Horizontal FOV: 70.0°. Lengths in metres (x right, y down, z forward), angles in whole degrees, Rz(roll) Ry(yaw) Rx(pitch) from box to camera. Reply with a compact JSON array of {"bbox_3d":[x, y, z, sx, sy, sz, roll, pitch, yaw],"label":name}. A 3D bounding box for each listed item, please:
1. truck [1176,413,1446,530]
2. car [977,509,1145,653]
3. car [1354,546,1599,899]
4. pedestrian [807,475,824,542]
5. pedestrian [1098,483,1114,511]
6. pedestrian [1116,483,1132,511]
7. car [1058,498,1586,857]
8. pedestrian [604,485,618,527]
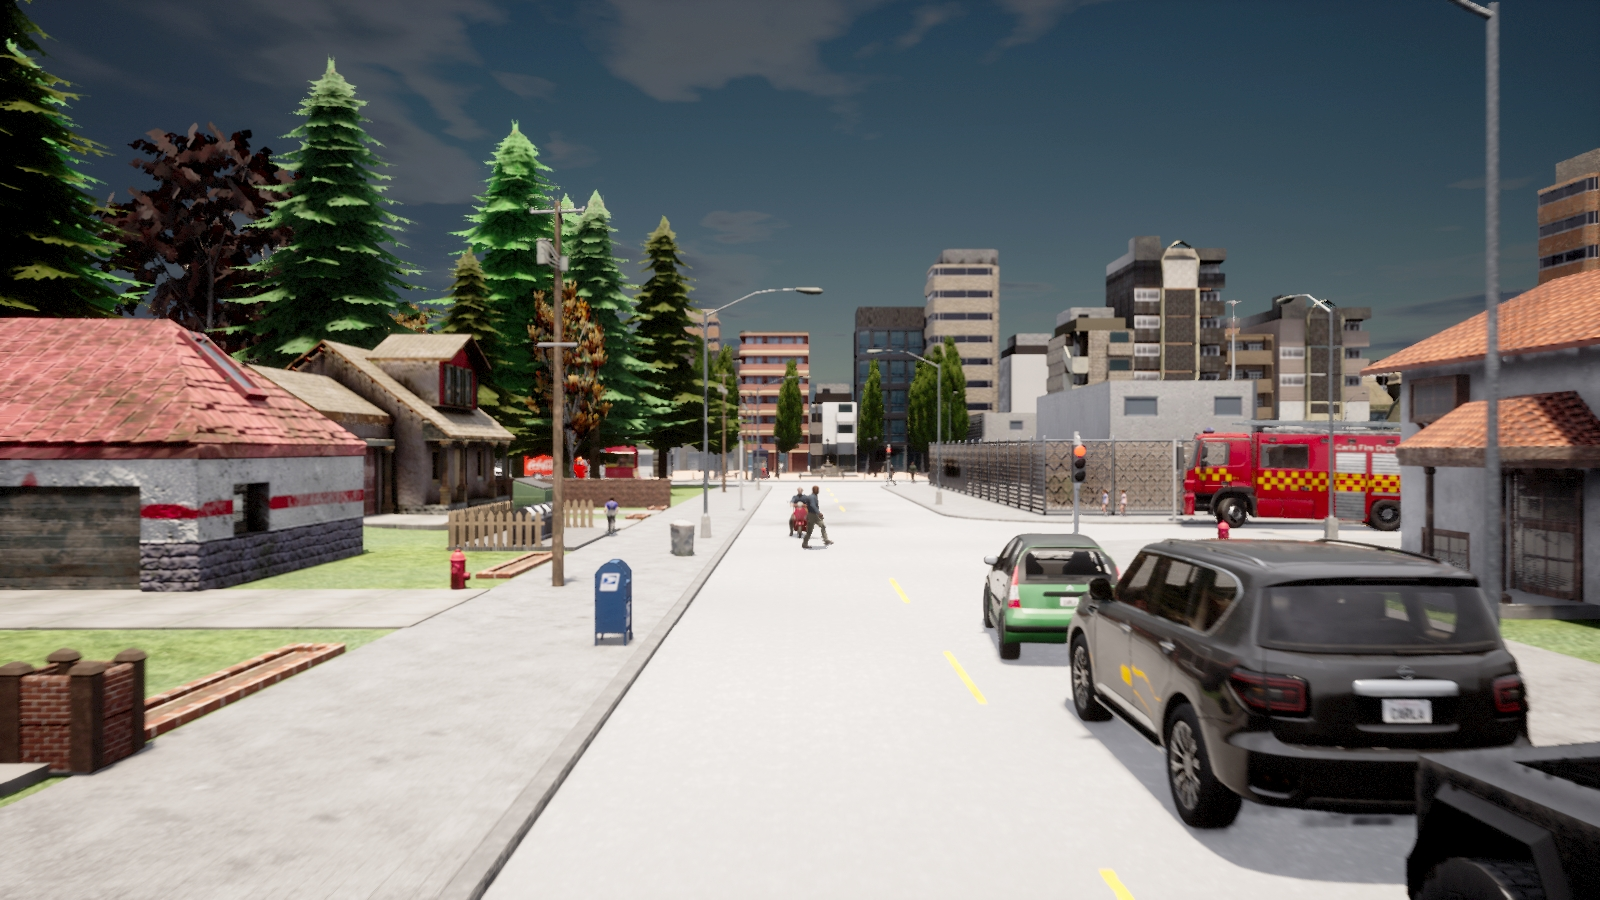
[{"bbox_3d":[17.980,0.670,40.911,8.468,3.827,2.891,1,1,18],"label":"truck"},{"bbox_3d":[3.654,1.780,16.647,1.851,1.617,3.988,0,0,5],"label":"car"},{"bbox_3d":[3.981,1.534,2.636,2.390,2.098,6.274,0,0,0],"label":"car"},{"bbox_3d":[0.431,1.629,32.037,0.375,1.860,0.375,0,0,19],"label":"pedestrian"},{"bbox_3d":[12.363,1.896,46.150,0.500,1.100,0.500,0,0,2],"label":"pedestrian"},{"bbox_3d":[13.070,1.895,46.113,0.500,1.100,0.500,0,0,4],"label":"pedestrian"},{"bbox_3d":[3.940,1.559,10.046,2.150,2.045,5.566,0,0,1],"label":"car"},{"bbox_3d":[-5.923,1.741,35.842,0.375,1.300,0.375,0,0,-3],"label":"pedestrian"}]
